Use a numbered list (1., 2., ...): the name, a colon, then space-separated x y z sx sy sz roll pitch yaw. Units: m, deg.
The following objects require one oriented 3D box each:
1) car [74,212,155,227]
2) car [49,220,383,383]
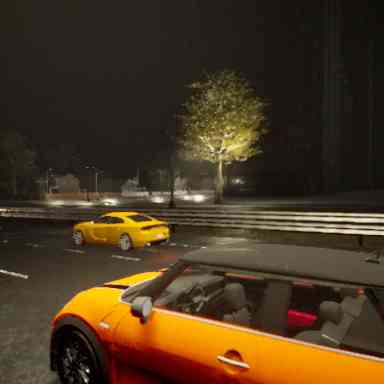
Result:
1. car: -3.309 1.662 14.960 5.008 1.535 1.882 -1 -1 36
2. car: 0.450 1.377 3.668 4.553 1.767 2.097 -1 -1 36
